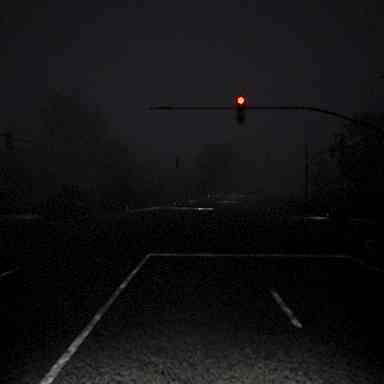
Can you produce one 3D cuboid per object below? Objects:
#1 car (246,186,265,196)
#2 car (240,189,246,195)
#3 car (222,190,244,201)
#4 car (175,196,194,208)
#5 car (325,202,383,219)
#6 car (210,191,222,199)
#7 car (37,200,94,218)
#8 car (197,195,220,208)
[{"bbox_3d":[14.772,-0.321,75.327,2.150,2.045,5.566,0,3,30],"label":"car"},{"bbox_3d":[11.626,0.028,76.887,1.994,1.385,4.181,0,3,30],"label":"car"},{"bbox_3d":[7.599,0.904,61.691,1.812,1.442,4.674,0,3,24],"label":"car"},{"bbox_3d":[-1.051,1.430,48.521,1.837,1.490,4.892,0,2,17],"label":"car"},{"bbox_3d":[14.545,1.568,29.015,5.357,1.411,2.033,0,0,3],"label":"car"},{"bbox_3d":[4.690,0.699,63.694,2.097,1.767,4.553,0,3,24],"label":"car"},{"bbox_3d":[-11.547,1.535,30.357,5.008,1.535,1.882,-1,0,3],"label":"car"},{"bbox_3d":[2.127,1.502,46.907,1.994,1.385,4.181,0,1,17],"label":"car"}]
